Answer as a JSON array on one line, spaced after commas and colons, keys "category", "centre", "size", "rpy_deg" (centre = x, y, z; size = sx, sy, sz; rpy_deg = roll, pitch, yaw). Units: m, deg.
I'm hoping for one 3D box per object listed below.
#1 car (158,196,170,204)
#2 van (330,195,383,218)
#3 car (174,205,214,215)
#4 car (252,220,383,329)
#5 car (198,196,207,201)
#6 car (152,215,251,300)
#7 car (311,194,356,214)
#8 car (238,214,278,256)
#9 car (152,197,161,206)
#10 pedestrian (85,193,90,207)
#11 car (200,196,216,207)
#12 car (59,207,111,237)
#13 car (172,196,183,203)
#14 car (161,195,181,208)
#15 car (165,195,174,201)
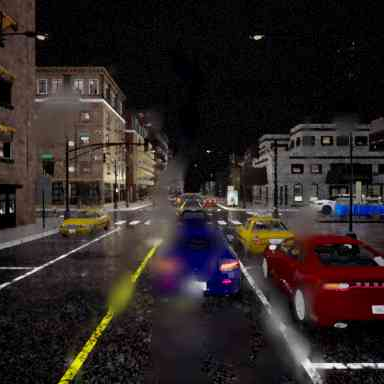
[{"category": "car", "centre": [-5.708, 1.595, 67.923], "size": [2.008, 1.369, 4.403], "rpy_deg": [0, 0, 0]}, {"category": "van", "centre": [14.653, 1.413, 29.143], "size": [3.998, 1.788, 1.690], "rpy_deg": [0, 0, 0]}, {"category": "car", "centre": [0.097, 1.566, 16.965], "size": [1.994, 1.385, 4.181], "rpy_deg": [0, 0, 0]}, {"category": "car", "centre": [2.684, 1.544, 6.980], "size": [1.887, 1.381, 4.507], "rpy_deg": [0, 0, 0]}, {"category": "car", "centre": [2.669, 1.622, 85.027], "size": [2.008, 1.369, 4.403], "rpy_deg": [-1, 0, 0]}, {"category": "car", "centre": [0.102, 1.525, 8.263], "size": [1.812, 1.442, 4.674], "rpy_deg": [0, 0, 0]}, {"category": "car", "centre": [15.478, 1.256, 34.937], "size": [5.566, 2.045, 2.150], "rpy_deg": [0, 0, 0]}, {"category": "car", "centre": [2.683, 1.526, 12.848], "size": [1.752, 1.417, 4.829], "rpy_deg": [0, 0, 0]}, {"category": "car", "centre": [-5.706, 1.580, 56.529], "size": [2.008, 1.369, 4.403], "rpy_deg": [0, 0, 0]}, {"category": "pedestrian", "centre": [-12.638, 1.080, 40.256], "size": [0.375, 1.860, 0.375], "rpy_deg": [0, 0, 0]}, {"category": "car", "centre": [2.674, 1.462, 50.846], "size": [1.967, 1.590, 4.097], "rpy_deg": [0, 0, 0]}, {"category": "car", "centre": [-5.699, 1.527, 18.207], "size": [1.752, 1.417, 4.829], "rpy_deg": [0, 0, 0]}, {"category": "car", "centre": [-3.013, 1.610, 69.270], "size": [1.994, 1.385, 4.181], "rpy_deg": [0, 0, 0]}, {"category": "car", "centre": [-3.106, 1.584, 49.471], "size": [1.994, 1.385, 4.181], "rpy_deg": [0, 0, 0]}, {"category": "car", "centre": [-5.712, 1.596, 84.843], "size": [1.752, 1.417, 4.829], "rpy_deg": [0, 0, 0]}]
